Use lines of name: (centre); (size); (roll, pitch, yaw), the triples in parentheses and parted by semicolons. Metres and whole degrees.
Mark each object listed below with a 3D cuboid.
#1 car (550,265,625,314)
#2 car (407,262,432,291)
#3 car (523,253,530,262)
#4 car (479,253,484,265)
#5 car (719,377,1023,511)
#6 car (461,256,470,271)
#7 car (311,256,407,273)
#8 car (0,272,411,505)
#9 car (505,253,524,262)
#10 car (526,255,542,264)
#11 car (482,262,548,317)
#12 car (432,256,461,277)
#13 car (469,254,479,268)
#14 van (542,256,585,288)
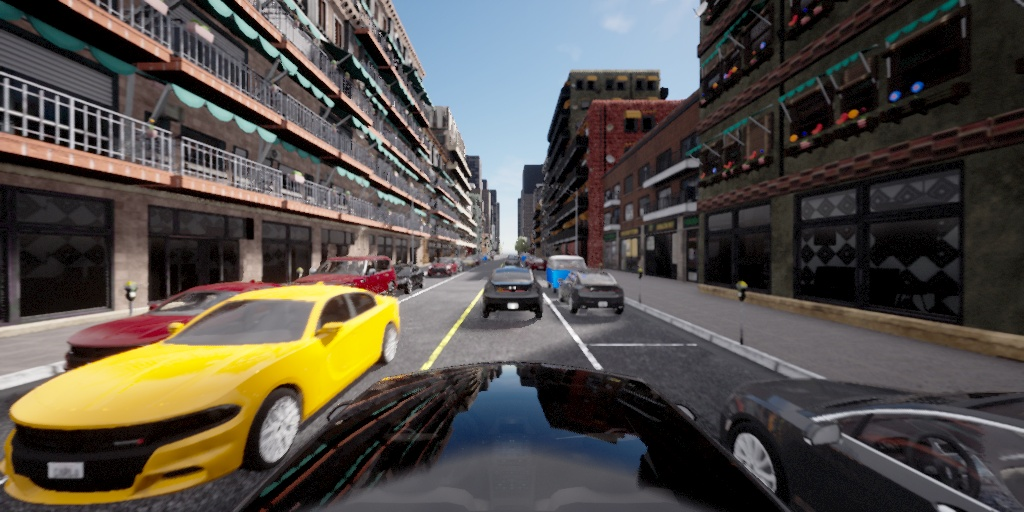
car: (2.689, 1.161, 12.805); (2.007, 1.370, 4.403); (0, 0, 0)
car: (-5.692, 1.107, 18.467); (1.948, 1.339, 4.313); (0, 0, 0)
car: (2.686, 0.652, 46.788); (1.967, 1.591, 4.097); (0, 0, 0)
car: (-5.695, 0.588, 52.454); (1.967, 1.591, 4.097); (0, 0, 0)
car: (2.690, 1.303, 1.476); (2.007, 1.370, 4.403); (0, 0, 0)
car: (-5.693, 0.891, 35.460); (2.007, 1.370, 4.403); (0, 0, 0)
car: (-5.691, 0.925, 12.805); (2.192, 1.841, 5.009); (0, 0, 0)
car: (-3.100, 1.186, 4.985); (1.882, 1.535, 5.008); (0, 1, 0)
car: (0.095, 0.712, 45.942); (2.128, 1.511, 4.902); (0, 1, 0)
car: (2.687, 0.885, 35.460); (1.888, 1.381, 4.507); (0, 0, 0)
car: (0.017, 1.120, 12.442); (1.837, 1.490, 4.892); (0, 1, 0)
car: (-5.693, 0.846, 29.795); (1.967, 1.591, 4.097); (0, 0, 0)
car: (-5.694, 0.737, 46.619); (1.751, 1.417, 4.829); (0, 0, 0)
van: (2.688, 0.882, 18.467); (1.690, 1.789, 3.998); (0, 0, 0)
